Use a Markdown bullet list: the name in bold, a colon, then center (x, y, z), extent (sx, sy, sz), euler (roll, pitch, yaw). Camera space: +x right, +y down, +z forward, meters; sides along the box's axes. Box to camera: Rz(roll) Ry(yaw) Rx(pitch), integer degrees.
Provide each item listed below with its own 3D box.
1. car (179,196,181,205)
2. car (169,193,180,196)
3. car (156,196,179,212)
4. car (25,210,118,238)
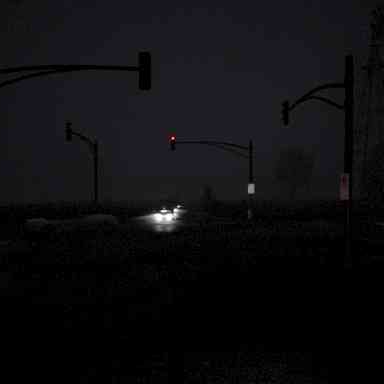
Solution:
- **car**: center (-3.024, 1.595, 47.506), extent (1.895, 1.301, 4.718), euler (0, 0, 0)
- **car**: center (-3.074, 1.217, 57.857), extent (2.150, 2.045, 5.566), euler (0, 0, 0)
- **car**: center (-2.970, 1.485, 37.690), extent (2.128, 1.511, 4.902), euler (0, 0, -1)
- **car**: center (-6.588, 1.649, 18.449), extent (4.718, 1.301, 1.895), euler (-1, 1, -31)
